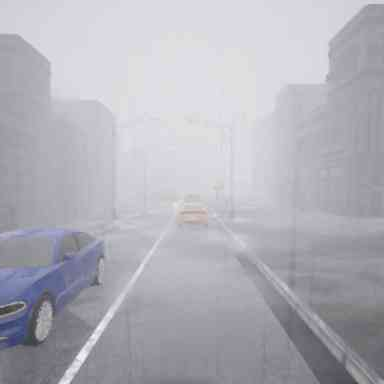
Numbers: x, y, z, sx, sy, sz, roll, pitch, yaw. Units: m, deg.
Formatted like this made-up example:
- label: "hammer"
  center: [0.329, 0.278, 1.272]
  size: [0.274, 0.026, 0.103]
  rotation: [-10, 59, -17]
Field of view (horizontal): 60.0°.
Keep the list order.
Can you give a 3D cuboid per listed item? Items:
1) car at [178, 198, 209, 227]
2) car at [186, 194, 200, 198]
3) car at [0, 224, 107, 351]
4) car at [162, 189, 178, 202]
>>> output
- label: "car"
  center: [0.099, 1.452, 22.677]
  size: [1.882, 1.535, 5.008]
  rotation: [0, 0, 0]
- label: "car"
  center: [0.096, 0.894, 42.509]
  size: [1.994, 1.385, 4.181]
  rotation: [0, 3, 0]
- label: "car"
  center: [-3.100, 1.474, 6.518]
  size: [1.882, 1.535, 5.008]
  rotation: [0, 0, 0]
- label: "car"
  center: [-3.086, 0.342, 47.397]
  size: [2.097, 1.767, 4.553]
  rotation: [0, 3, 0]
